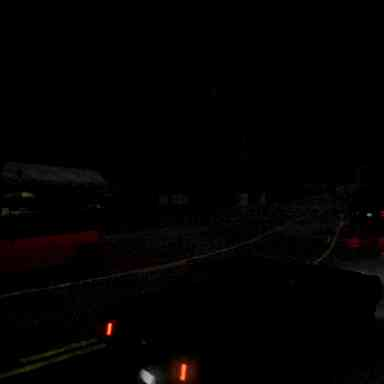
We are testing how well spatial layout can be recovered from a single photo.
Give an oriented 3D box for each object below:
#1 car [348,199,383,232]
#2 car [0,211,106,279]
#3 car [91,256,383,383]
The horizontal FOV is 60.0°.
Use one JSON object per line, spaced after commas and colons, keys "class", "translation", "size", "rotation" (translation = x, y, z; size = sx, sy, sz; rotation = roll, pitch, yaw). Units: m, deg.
{"class": "car", "translation": [11.950, 1.505, 22.642], "size": [2.150, 2.045, 5.566], "rotation": [0, -1, 26]}
{"class": "car", "translation": [-4.832, 1.452, 9.315], "size": [4.553, 1.767, 2.097], "rotation": [1, -1, -44]}
{"class": "car", "translation": [1.156, 1.662, 4.994], "size": [4.718, 1.301, 1.895], "rotation": [1, -1, -43]}
